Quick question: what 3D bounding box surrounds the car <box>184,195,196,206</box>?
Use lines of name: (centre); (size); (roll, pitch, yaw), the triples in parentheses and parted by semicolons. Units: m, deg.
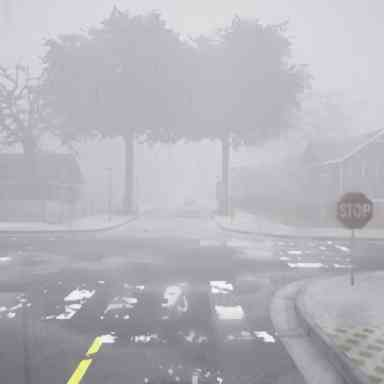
car: (-0.293, 1.653, 56.822); (1.994, 1.385, 4.181); (0, 0, 0)

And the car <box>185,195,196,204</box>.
car: (-0.345, 1.473, 66.841); (2.097, 1.767, 4.553); (0, 0, 0)
